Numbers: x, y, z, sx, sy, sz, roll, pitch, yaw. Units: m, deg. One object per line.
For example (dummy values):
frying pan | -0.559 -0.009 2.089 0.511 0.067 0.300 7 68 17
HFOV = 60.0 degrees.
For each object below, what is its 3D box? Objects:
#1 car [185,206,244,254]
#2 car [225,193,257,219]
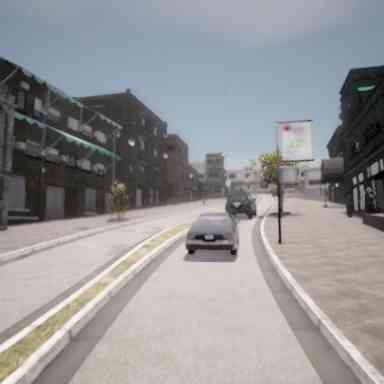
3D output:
car | 0.959 1.532 13.491 2.033 1.411 5.357 -1 0 9
car | 4.219 1.132 28.346 2.150 2.045 5.566 -2 0 16
